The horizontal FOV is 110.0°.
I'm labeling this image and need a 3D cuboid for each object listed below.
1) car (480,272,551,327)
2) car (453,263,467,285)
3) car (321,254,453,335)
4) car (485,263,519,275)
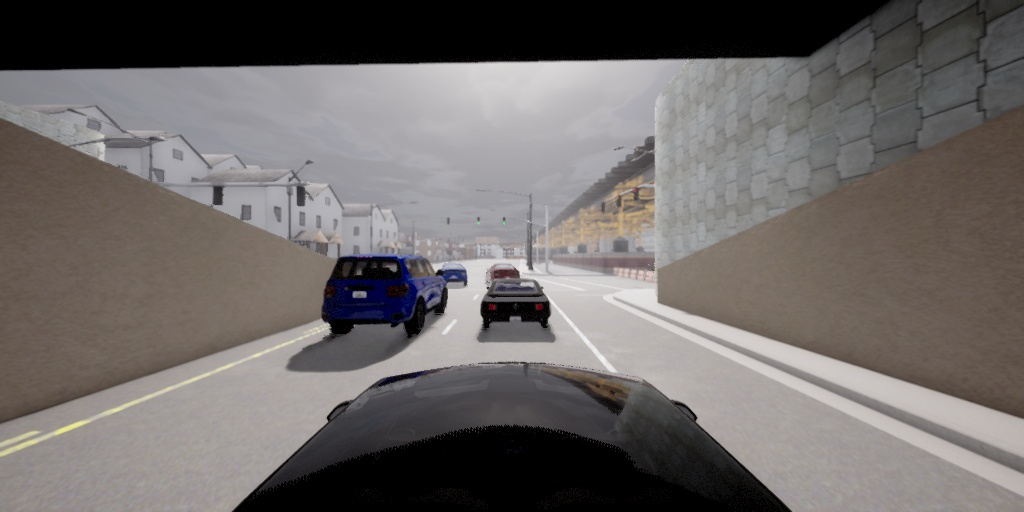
[{"bbox_3d":[0.096,1.362,11.564,1.895,1.301,4.718,0,0,0],"label":"car"},{"bbox_3d":[-4.416,1.256,26.303,1.882,1.535,5.008,1,0,-12],"label":"car"},{"bbox_3d":[-3.405,0.979,10.688,2.150,2.045,5.566,0,0,0],"label":"car"},{"bbox_3d":[-0.768,1.255,25.590,1.882,1.535,5.008,1,0,-11],"label":"car"}]
